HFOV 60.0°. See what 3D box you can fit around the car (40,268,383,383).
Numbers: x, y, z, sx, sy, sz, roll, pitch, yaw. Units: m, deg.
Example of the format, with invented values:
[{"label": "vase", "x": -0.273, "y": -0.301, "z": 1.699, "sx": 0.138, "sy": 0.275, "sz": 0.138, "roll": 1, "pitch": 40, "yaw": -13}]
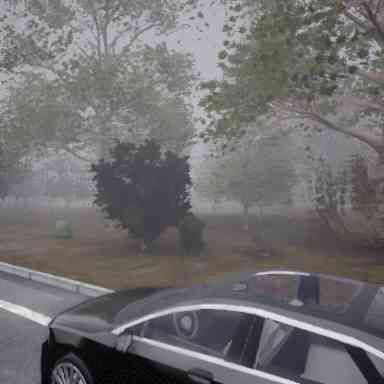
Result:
[{"label": "car", "x": 0.597, "y": 1.492, "z": 2.951, "sx": 4.902, "sy": 1.511, "sz": 2.128, "roll": 0, "pitch": 0, "yaw": 35}]
